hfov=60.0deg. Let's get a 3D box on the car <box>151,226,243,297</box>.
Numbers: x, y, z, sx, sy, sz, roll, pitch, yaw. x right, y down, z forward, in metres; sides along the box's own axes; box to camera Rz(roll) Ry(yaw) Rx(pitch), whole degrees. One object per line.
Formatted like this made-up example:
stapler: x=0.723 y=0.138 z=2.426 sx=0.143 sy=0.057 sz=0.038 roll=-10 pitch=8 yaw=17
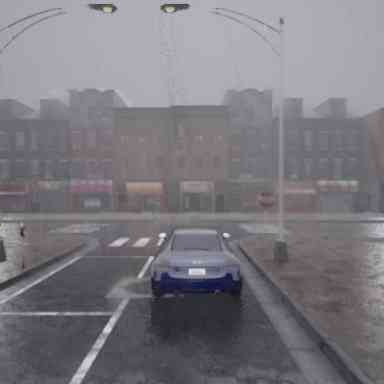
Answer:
car: x=0.072 y=1.565 z=8.653 sx=1.994 sy=1.385 sz=4.181 roll=0 pitch=0 yaw=-1
